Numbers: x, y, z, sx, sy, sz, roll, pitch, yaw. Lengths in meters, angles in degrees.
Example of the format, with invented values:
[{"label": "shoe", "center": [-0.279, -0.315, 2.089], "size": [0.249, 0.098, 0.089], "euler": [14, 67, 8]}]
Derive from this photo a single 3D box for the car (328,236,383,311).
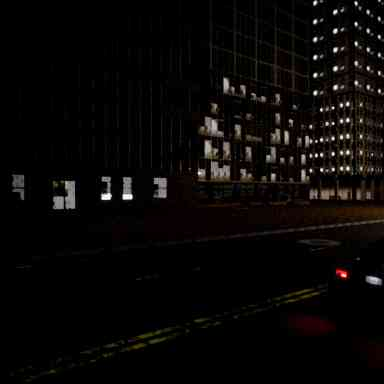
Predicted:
[{"label": "car", "center": [5.118, 1.547, 7.088], "size": [5.357, 1.411, 2.033], "euler": [0, 0, -35]}]
